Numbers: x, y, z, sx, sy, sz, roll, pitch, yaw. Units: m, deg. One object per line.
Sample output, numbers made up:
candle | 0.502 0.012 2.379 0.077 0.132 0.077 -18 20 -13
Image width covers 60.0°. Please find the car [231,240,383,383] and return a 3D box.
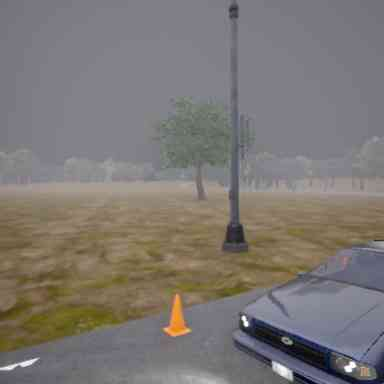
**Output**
car | 3.127 1.520 5.140 5.357 1.411 2.033 0 0 -36

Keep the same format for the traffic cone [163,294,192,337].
traffic cone | -0.234 1.943 5.361 0.340 0.580 0.340 0 0 -36
